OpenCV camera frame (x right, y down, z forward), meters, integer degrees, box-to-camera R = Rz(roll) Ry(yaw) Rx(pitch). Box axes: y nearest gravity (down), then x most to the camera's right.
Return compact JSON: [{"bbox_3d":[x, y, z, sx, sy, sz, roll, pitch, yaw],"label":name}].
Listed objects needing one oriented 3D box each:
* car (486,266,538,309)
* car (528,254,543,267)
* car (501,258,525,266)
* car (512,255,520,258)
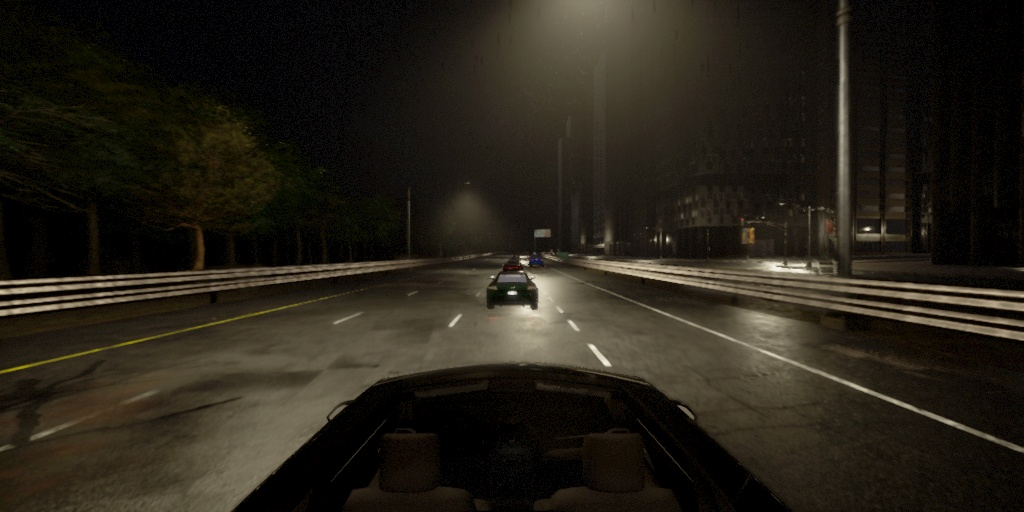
[{"bbox_3d":[0.020,1.295,14.896,1.994,1.385,4.181,0,0,0],"label":"car"},{"bbox_3d":[3.950,0.731,59.427,2.150,2.045,5.566,0,0,1],"label":"car"},{"bbox_3d":[0.105,1.160,32.925,1.837,1.490,4.892,0,0,0],"label":"car"},{"bbox_3d":[0.309,1.035,55.440,1.837,1.490,4.892,0,0,1],"label":"car"}]
